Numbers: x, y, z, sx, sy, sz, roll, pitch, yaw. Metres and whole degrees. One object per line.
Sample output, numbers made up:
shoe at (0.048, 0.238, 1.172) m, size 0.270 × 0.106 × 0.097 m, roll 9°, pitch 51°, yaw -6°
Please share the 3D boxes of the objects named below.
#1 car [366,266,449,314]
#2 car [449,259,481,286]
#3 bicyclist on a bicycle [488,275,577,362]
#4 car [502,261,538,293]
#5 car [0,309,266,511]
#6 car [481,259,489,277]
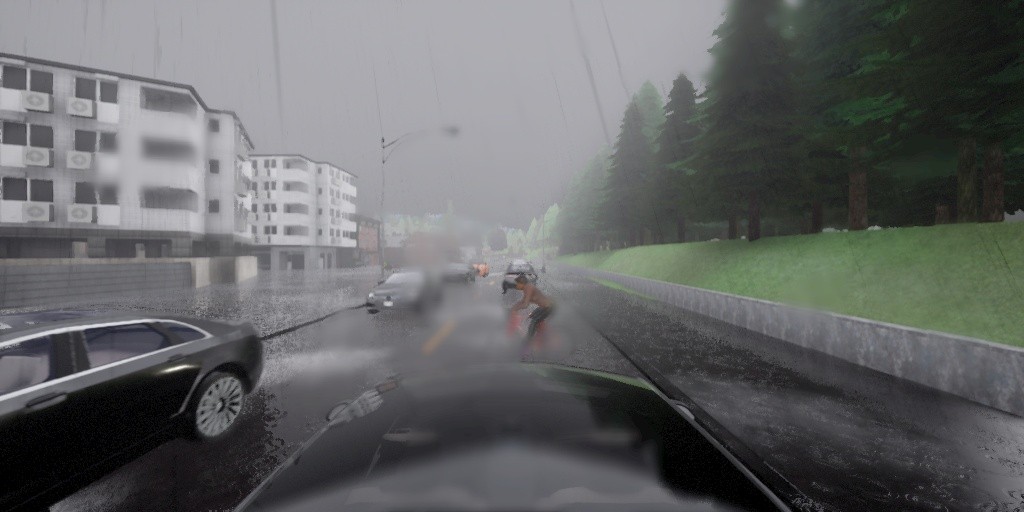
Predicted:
car at (-3.878, 1.253, 13.724) m, size 1.812 × 1.442 × 4.674 m, roll 0°, pitch 0°, yaw 1°
car at (-3.555, 1.184, 24.718) m, size 1.882 × 1.535 × 5.008 m, roll 0°, pitch 0°, yaw 1°
bicyclist on a bicycle at (0.358, 1.180, 6.637) m, size 1.656 × 1.620 × 0.582 m, roll -2°, pitch 0°, yaw 1°
car at (0.456, 1.206, 20.327) m, size 2.128 × 1.511 × 4.902 m, roll 0°, pitch 0°, yaw 1°
car at (-4.101, 1.240, 2.544) m, size 2.128 × 1.511 × 4.902 m, roll 0°, pitch 0°, yaw 1°
car at (-3.397, 1.041, 33.870) m, size 2.097 × 1.767 × 4.553 m, roll 0°, pitch 0°, yaw 2°
